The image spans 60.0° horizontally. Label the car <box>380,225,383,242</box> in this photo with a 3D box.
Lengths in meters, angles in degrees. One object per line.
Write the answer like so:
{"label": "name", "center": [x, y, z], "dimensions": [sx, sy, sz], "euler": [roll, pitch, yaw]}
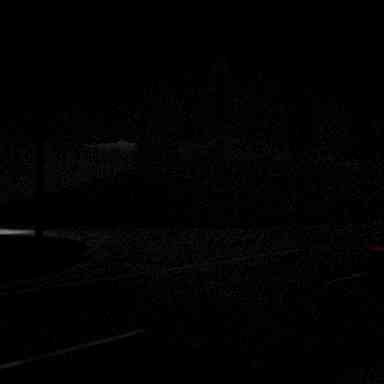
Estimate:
{"label": "car", "center": [10.749, 1.715, 15.707], "dimensions": [4.181, 1.385, 1.994], "euler": [1, 0, -35]}
